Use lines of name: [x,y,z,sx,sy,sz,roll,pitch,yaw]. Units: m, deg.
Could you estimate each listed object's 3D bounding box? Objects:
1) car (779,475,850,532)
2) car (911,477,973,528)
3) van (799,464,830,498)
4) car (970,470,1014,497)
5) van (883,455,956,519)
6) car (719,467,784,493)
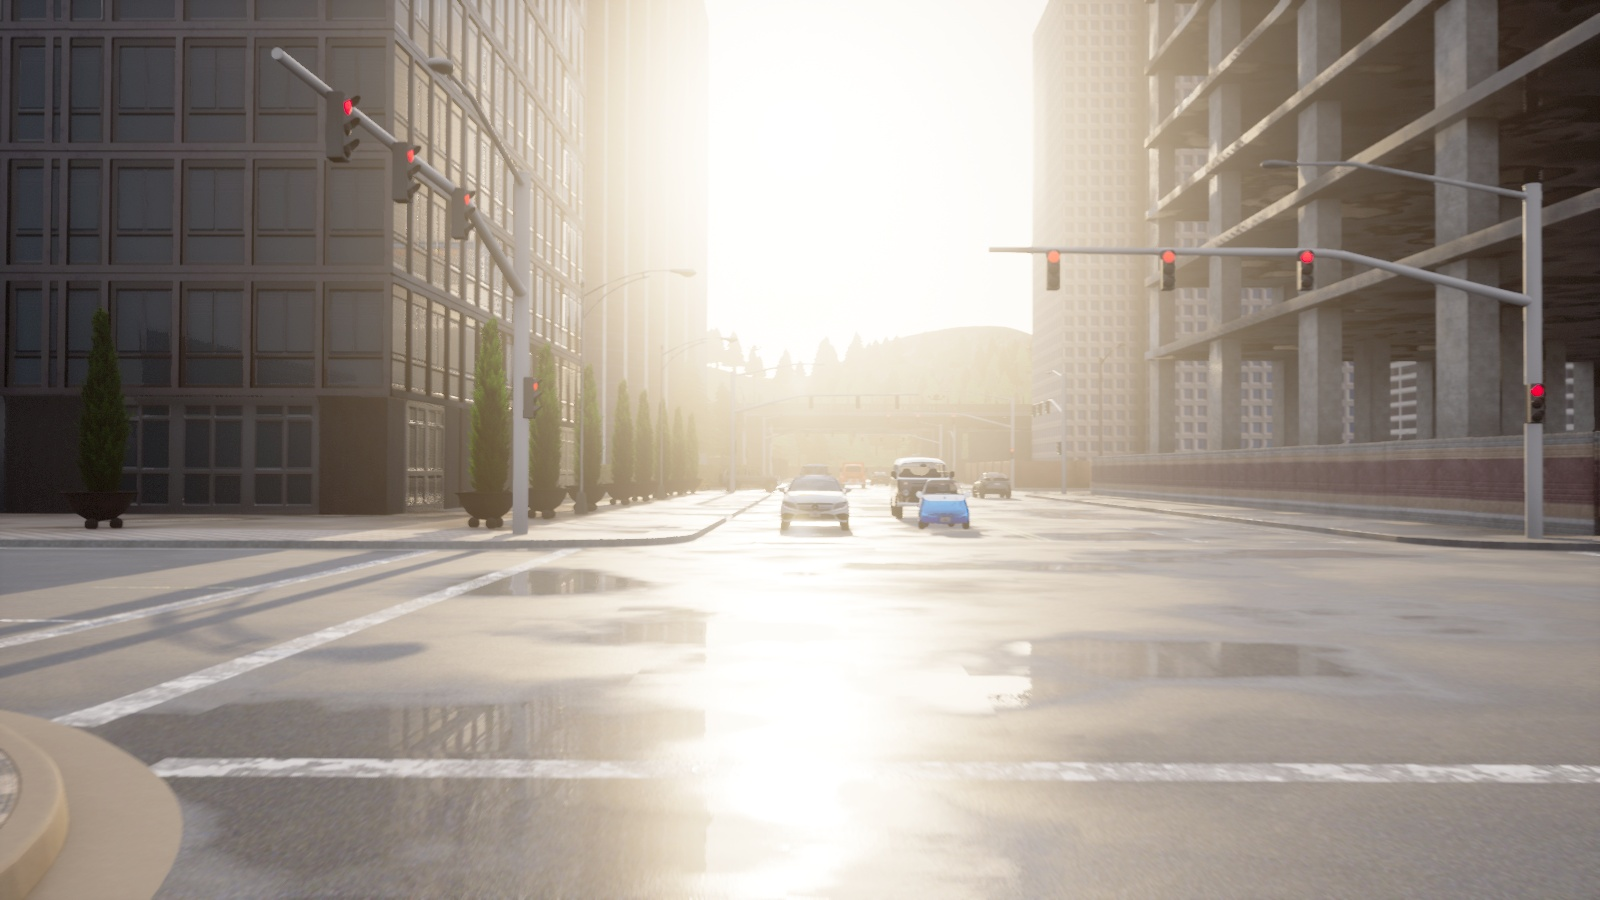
car: [0.403,1.420,34.712,1.812,1.442,4.674,0,-1,1]
car: [3.905,1.437,34.874,1.481,1.376,2.207,0,-1,1]
van: [0.851,1.820,75.016,1.775,1.987,4.442,0,-1,-1]
car: [11.352,1.963,74.551,2.007,1.525,4.514,0,-1,1]
van: [3.989,1.233,42.466,2.069,2.038,4.480,0,-1,1]
car: [-3.591,2.189,92.172,4.605,1.855,1.932,0,-1,-7]
